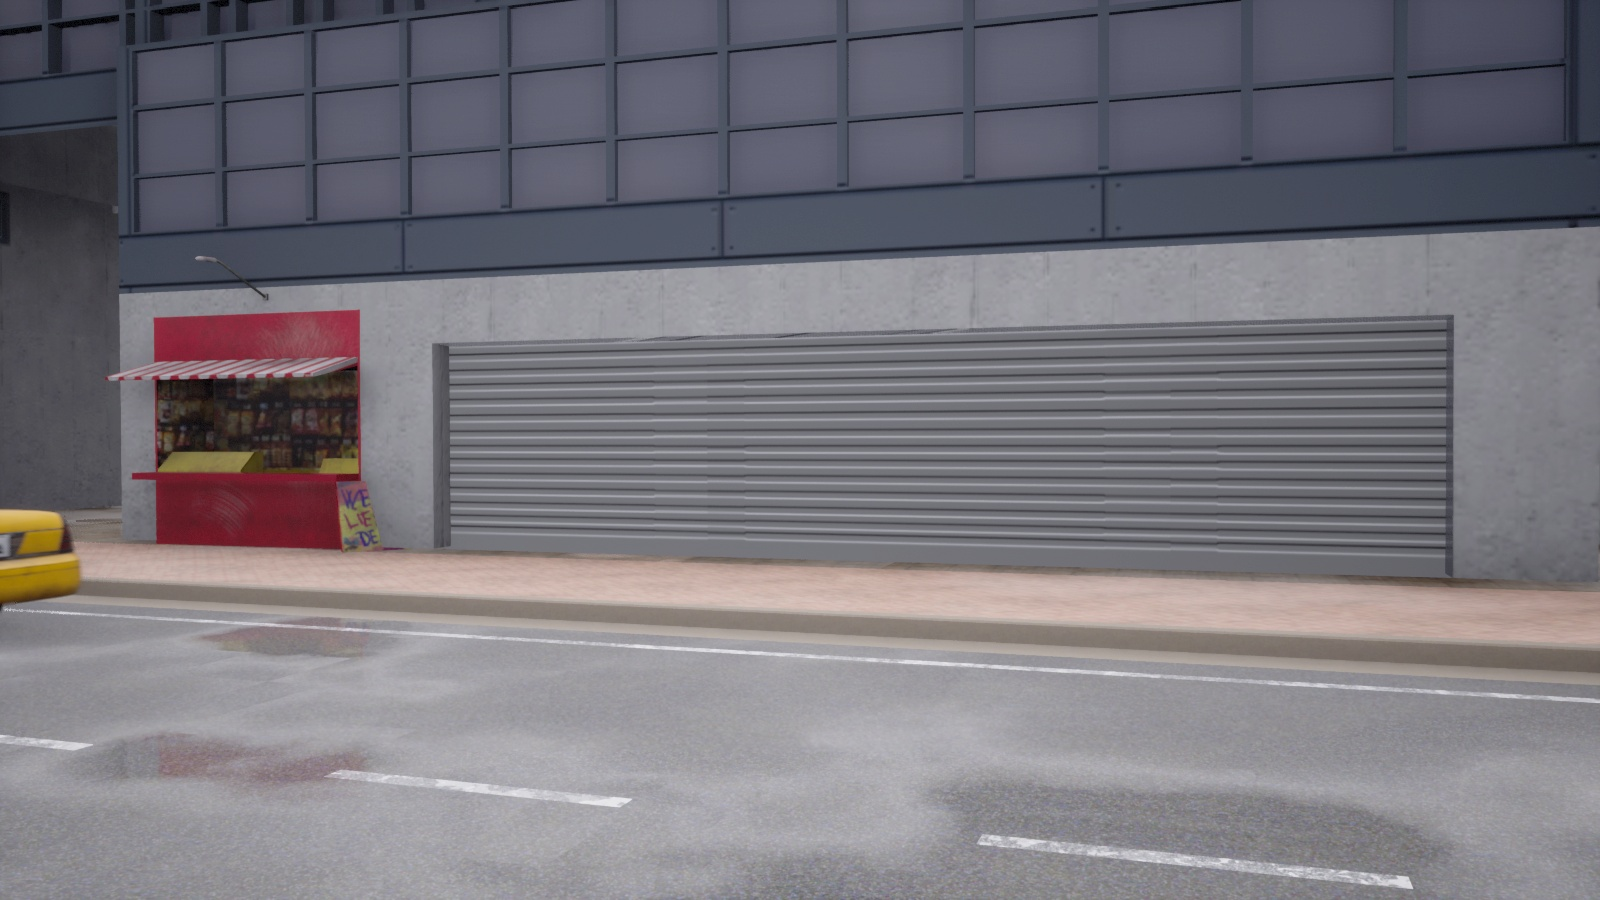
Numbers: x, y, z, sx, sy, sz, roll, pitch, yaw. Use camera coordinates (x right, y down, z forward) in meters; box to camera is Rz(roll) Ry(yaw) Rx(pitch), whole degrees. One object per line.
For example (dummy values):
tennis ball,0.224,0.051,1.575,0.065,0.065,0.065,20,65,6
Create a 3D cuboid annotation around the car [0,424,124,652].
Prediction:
car,-8.009,0.581,9.630,5.366,1.575,1.801,1,1,19
